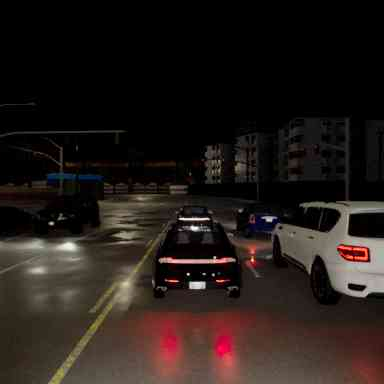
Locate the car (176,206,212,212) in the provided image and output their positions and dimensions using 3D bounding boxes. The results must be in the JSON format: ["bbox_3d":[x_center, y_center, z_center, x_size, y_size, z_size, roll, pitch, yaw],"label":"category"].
[{"bbox_3d":[0.113,1.473,17.946,2.128,1.511,4.902,0,0,0],"label":"car"}]

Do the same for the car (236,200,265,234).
[{"bbox_3d":[3.611,1.328,17.669,2.097,1.767,4.553,0,0,0],"label":"car"}]

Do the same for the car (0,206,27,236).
[{"bbox_3d":[-10.506,1.532,18.113,1.812,1.442,4.674,0,0,0],"label":"car"}]

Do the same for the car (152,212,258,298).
[{"bbox_3d":[0.103,1.499,8.534,2.128,1.511,4.902,0,0,0],"label":"car"}]

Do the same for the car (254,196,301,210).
[{"bbox_3d":[9.773,1.245,38.339,4.892,1.490,1.837,0,1,-1],"label":"car"}]

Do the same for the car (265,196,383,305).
[{"bbox_3d":[3.595,1.220,8.246,2.150,2.045,5.566,0,0,0],"label":"car"}]

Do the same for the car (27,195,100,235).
[{"bbox_3d":[-6.992,1.209,19.312,2.150,2.045,5.566,0,0,0],"label":"car"}]
